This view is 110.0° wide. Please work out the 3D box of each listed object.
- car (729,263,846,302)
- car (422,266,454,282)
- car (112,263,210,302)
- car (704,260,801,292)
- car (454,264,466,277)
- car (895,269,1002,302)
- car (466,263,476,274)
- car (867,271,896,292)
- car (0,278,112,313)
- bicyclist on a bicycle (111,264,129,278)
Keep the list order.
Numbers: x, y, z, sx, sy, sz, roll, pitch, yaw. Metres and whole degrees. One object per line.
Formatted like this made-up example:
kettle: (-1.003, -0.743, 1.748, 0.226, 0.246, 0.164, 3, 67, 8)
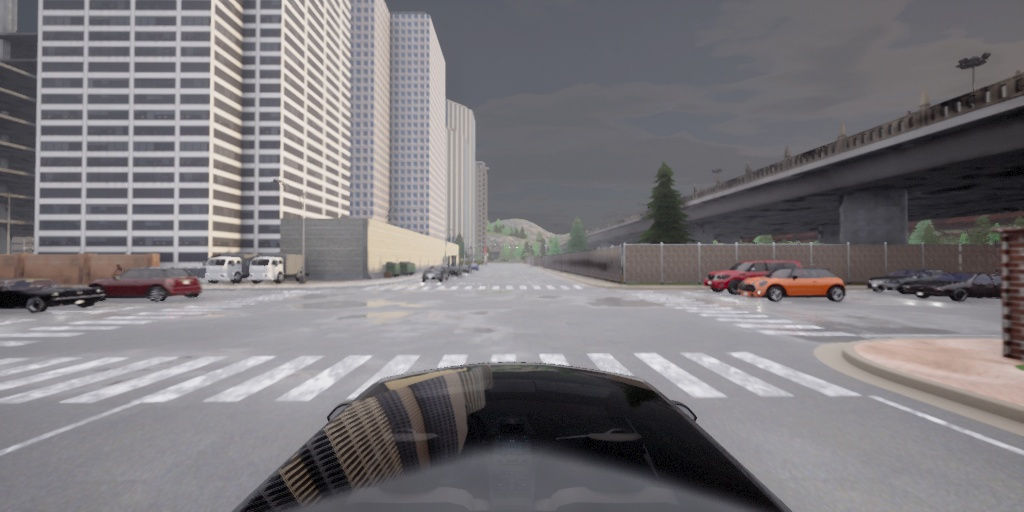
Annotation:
car: (14.307, 1.373, 18.558, 4.553, 1.767, 2.097, 0, -1, 0)
car: (-7.254, 1.669, 34.280, 2.128, 1.511, 4.902, 0, -1, 0)
car: (-18.809, 1.380, 18.405, 4.553, 1.767, 2.097, 0, -1, 1)
car: (14.905, 1.289, 22.062, 5.566, 2.045, 2.150, 0, -1, 0)
car: (-7.301, 1.907, 44.187, 1.895, 1.301, 4.718, 0, -1, 0)
car: (23.782, 1.567, 18.587, 5.357, 1.411, 2.033, 0, -1, 0)
car: (-7.335, 2.001, 55.504, 2.033, 1.411, 5.357, 0, -1, 1)
car: (24.817, 1.556, 22.094, 4.902, 1.511, 2.128, 0, -1, 0)
car: (-19.978, 1.582, 14.743, 4.718, 1.301, 1.895, 0, -1, 0)
bicyclist on a bicycle: (-29.148, 1.440, 26.699, 0.582, 1.620, 1.656, 0, 0, 0)
